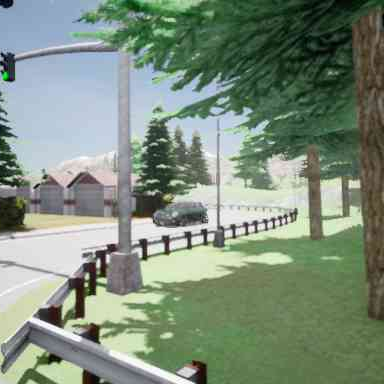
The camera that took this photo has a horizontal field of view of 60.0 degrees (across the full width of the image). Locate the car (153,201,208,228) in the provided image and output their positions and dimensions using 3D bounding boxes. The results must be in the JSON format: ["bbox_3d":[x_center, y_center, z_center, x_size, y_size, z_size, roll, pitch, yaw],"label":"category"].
[{"bbox_3d":[-0.745,1.451,23.519,2.097,1.767,4.553,-1,0,33],"label":"car"}]

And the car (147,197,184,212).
[{"bbox_3d":[-3.504,1.577,43.414,4.553,1.767,2.097,-1,0,37],"label":"car"}]
